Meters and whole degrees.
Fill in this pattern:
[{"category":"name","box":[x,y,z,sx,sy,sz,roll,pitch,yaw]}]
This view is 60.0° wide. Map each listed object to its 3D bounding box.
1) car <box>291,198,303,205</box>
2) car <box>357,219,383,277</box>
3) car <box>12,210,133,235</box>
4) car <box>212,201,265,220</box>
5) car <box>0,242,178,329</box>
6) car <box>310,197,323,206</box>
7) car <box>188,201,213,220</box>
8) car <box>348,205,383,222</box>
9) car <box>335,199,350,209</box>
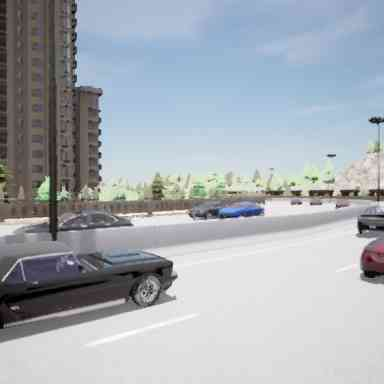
[{"category":"car","box":[20.656,1.950,65.748,1.994,1.385,4.181,0,-1,14]},{"category":"car","box":[6.410,1.581,9.287,4.181,1.385,1.994,0,0,-42]},{"category":"car","box":[-4.751,1.558,13.812,4.892,1.490,1.837,0,0,-39]},{"category":"car","box":[4.116,1.577,27.033,1.882,1.535,5.008,0,0,41]},{"category":"car","box":[-2.623,1.626,6.328,4.718,1.301,1.895,0,0,-37]},{"category":"car","box":[23.457,1.708,62.657,2.097,1.767,4.553,0,-1,17]},{"category":"car","box":[1.716,1.621,29.599,1.837,1.490,4.892,0,0,41]},{"category":"car","box":[10.713,1.538,18.426,2.128,1.511,4.902,0,0,43]},{"category":"car","box":[22.123,1.749,48.721,1.812,1.442,4.674,0,-1,24]}]
